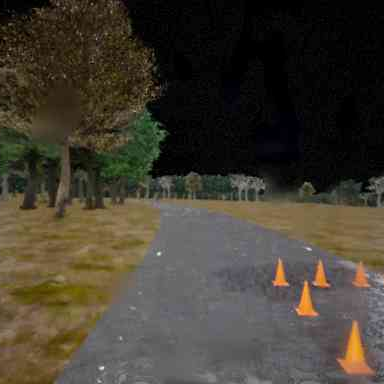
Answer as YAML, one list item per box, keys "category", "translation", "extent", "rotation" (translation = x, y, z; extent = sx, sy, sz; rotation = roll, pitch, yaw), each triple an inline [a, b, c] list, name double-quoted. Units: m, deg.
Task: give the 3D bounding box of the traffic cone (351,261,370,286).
- category: "traffic cone"
  translation: [4.212, 2.017, 8.308]
  extent: [0.340, 0.580, 0.340]
  rotation: [1, 0, 1]

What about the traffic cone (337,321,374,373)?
- category: "traffic cone"
  translation: [2.131, 1.989, 4.350]
  extent: [0.340, 0.580, 0.340]
  rotation: [0, 0, 1]

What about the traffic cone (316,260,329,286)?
- category: "traffic cone"
  translation: [3.212, 2.008, 8.329]
  extent: [0.340, 0.580, 0.340]
  rotation: [0, 0, 1]

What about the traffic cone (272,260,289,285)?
- category: "traffic cone"
  translation: [2.212, 2.000, 8.349]
  extent: [0.340, 0.580, 0.340]
  rotation: [0, 0, 1]

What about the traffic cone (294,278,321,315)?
- category: "traffic cone"
  translation: [2.172, 1.994, 6.350]
  extent: [0.340, 0.580, 0.340]
  rotation: [0, 0, 1]
